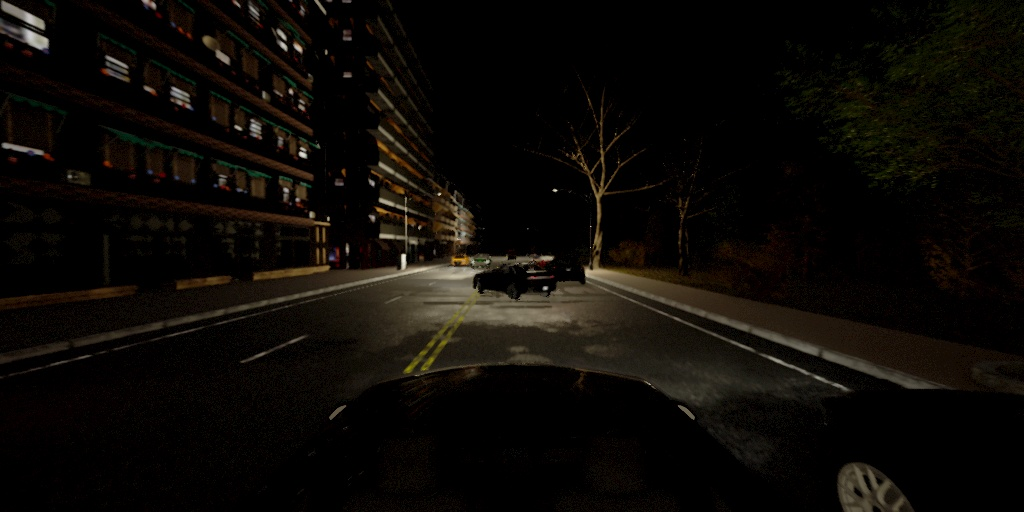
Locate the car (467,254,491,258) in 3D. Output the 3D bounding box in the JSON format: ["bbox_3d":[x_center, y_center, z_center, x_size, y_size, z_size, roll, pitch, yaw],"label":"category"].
[{"bbox_3d":[-3.329,0.523,39.600,2.097,1.767,4.553,0,1,0],"label":"car"}]

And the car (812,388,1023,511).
[{"bbox_3d":[3.250,1.244,0.685,1.882,1.535,5.008,0,1,0],"label":"car"}]

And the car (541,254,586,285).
[{"bbox_3d":[3.250,0.783,22.652,2.097,1.767,4.553,0,1,0],"label":"car"}]

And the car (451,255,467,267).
[{"bbox_3d":[-6.565,0.552,45.962,1.882,1.535,5.008,0,1,0],"label":"car"}]

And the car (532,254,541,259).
[{"bbox_3d":[3.249,0.766,33.713,2.163,1.488,4.792,0,1,0],"label":"car"}]

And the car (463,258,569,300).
[{"bbox_3d":[-0.020,1.023,16.092,2.128,1.511,4.902,-1,1,-34],"label":"car"}]
